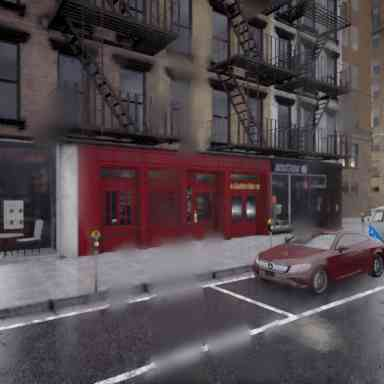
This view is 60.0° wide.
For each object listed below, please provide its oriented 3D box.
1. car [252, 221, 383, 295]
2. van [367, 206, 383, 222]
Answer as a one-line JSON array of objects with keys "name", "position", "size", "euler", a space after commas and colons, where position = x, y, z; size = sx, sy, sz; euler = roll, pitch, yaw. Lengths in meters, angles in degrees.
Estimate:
[{"name": "car", "position": [3.438, 1.581, 8.632], "size": [4.206, 1.307, 1.802], "euler": [0, 0, -35]}, {"name": "van", "position": [7.845, 1.340, 11.763], "size": [3.998, 1.788, 1.690], "euler": [0, 0, -35]}]
